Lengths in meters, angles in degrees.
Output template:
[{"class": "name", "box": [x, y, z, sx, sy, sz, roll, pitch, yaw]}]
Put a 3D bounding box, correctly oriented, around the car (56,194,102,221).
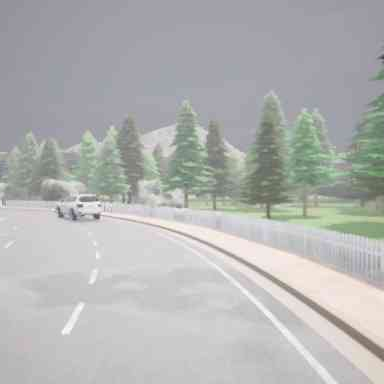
[{"class": "car", "box": [-9.553, 1.225, 27.947, 2.150, 2.045, 5.566, 1, 0, -39]}]
